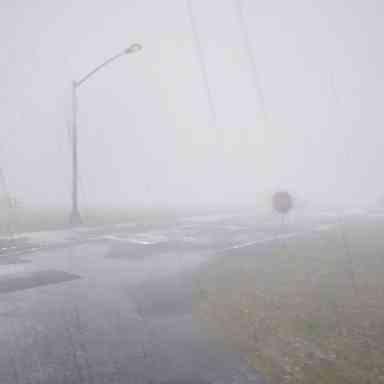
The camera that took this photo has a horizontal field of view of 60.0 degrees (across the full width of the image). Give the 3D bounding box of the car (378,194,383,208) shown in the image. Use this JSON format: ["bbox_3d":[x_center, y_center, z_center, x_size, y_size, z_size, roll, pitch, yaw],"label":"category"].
[{"bbox_3d":[25.468,1.102,42.673,2.097,1.767,4.553,0,1,42],"label":"car"}]

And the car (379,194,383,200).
[{"bbox_3d":[41.084,1.068,70.273,1.895,1.301,4.718,0,1,42],"label":"car"}]

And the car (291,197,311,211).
[{"bbox_3d":[11.888,1.383,38.130,1.882,1.535,5.008,0,2,42],"label":"car"}]
